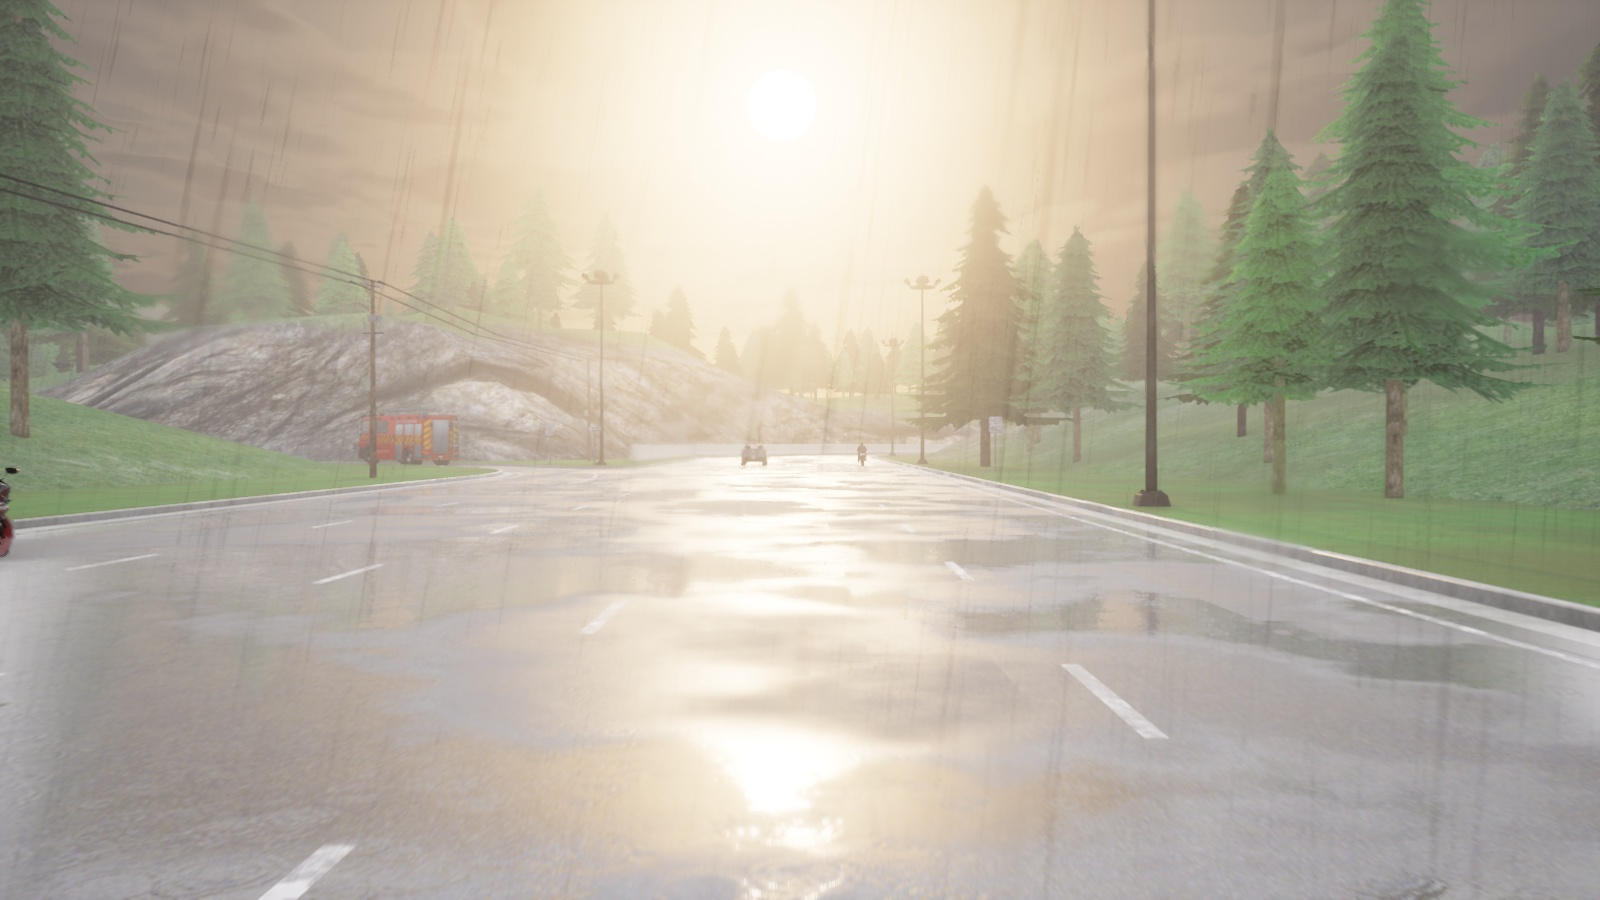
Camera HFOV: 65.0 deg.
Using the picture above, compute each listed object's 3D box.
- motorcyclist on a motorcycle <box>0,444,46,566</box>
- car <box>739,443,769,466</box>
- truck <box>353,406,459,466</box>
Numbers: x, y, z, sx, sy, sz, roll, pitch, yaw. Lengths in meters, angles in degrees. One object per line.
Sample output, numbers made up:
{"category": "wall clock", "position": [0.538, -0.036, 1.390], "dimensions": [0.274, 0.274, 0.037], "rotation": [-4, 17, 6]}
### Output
{"category": "motorcyclist on a motorcycle", "position": [-10.397, 0.686, 15.493], "dimensions": [0.866, 1.530, 2.191], "rotation": [0, 0, 0]}
{"category": "car", "position": [-3.010, 0.287, 83.592], "dimensions": [1.845, 1.501, 3.633], "rotation": [0, 0, 0]}
{"category": "truck", "position": [-26.680, -0.917, 84.760], "dimensions": [8.468, 3.827, 2.891], "rotation": [0, 0, 42]}
